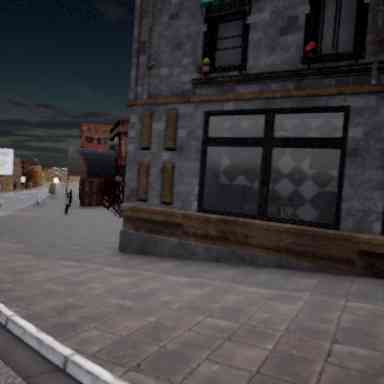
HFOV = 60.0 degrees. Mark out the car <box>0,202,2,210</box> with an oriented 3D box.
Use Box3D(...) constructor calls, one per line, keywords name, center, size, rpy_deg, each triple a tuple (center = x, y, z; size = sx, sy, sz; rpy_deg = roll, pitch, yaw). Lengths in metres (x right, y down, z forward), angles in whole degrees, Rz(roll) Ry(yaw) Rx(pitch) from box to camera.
Box3D(name="car", center=(-22.671, 1.427, 37.222), size=(1.895, 1.301, 4.718), rpy_deg=(3, -1, -20))
